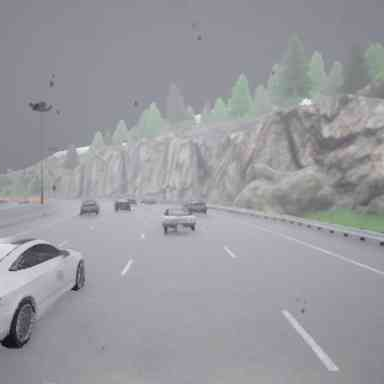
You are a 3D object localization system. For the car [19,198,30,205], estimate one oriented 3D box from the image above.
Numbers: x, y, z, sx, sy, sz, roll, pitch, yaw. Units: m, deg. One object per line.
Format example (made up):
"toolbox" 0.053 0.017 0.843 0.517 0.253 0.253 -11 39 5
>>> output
"car" -35.260 1.985 69.769 2.033 1.411 5.357 -1 0 -29

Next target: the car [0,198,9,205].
"car" -42.175 2.064 74.609 1.812 1.442 4.674 -1 0 -30

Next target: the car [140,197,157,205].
"car" -8.216 1.707 62.522 2.033 1.411 5.357 -1 0 -25

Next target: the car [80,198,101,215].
"car" -10.981 1.671 35.989 2.128 1.511 4.902 -1 0 -13

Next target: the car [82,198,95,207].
"car" -18.715 1.811 59.919 1.837 1.490 4.892 0 0 -23

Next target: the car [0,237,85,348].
"car" -3.435 1.578 6.201 1.812 1.442 4.674 0 0 -2

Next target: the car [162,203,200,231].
"car" -0.931 1.625 20.804 1.895 1.301 4.718 -1 0 -7

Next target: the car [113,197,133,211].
"car" -9.367 1.640 44.215 1.882 1.535 5.008 0 0 -17

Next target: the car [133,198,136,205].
"car" -11.647 1.713 61.328 1.837 1.490 4.892 0 0 -23

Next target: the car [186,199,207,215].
"car" 0.204 1.512 34.095 2.128 1.511 4.902 -1 0 -12

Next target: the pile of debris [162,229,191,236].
"pile of debris" -0.878 2.201 18.242 1.500 0.140 1.860 -1 0 -6
